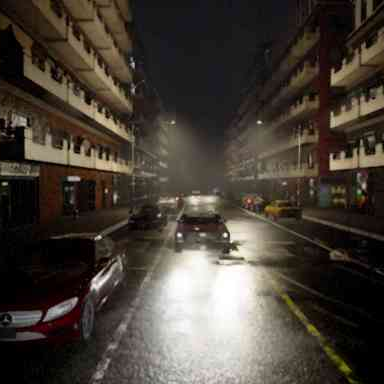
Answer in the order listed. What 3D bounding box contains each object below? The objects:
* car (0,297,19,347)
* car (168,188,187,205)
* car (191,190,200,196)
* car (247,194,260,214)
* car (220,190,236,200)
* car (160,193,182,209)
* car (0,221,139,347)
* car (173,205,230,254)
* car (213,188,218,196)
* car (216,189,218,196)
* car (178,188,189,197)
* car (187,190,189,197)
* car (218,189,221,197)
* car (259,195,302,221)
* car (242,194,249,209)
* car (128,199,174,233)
[{"bbox_3d":[-2.341,1.569,0.607,1.802,1.307,4.206,-1,1,0],"label":"car"},{"bbox_3d":[-2.070,0.676,39.812,2.192,1.841,5.009,-1,1,0],"label":"car"},{"bbox_3d":[0.914,0.209,79.640,1.882,1.535,5.008,0,1,0],"label":"car"},{"bbox_3d":[6.235,1.111,28.526,1.947,1.339,4.313,-1,1,0],"label":"car"},{"bbox_3d":[6.431,0.667,56.532,1.947,1.339,4.313,-1,1,0],"label":"car"},{"bbox_3d":[-2.145,1.090,28.613,2.008,1.369,4.403,-1,1,0],"label":"car"},{"bbox_3d":[-2.301,1.479,6.209,1.802,1.307,4.206,-1,1,0],"label":"car"},{"bbox_3d":[0.345,1.397,12.610,1.895,1.301,4.718,0,1,0],"label":"car"},{"bbox_3d":[6.586,0.186,78.935,1.967,1.590,4.097,-1,1,0],"label":"car"},{"bbox_3d":[6.511,0.446,67.904,1.752,1.417,4.829,-1,1,0],"label":"car"},{"bbox_3d":[-1.834,0.144,73.419,2.192,1.841,5.009,-1,1,0],"label":"car"},{"bbox_3d":[-1.870,0.468,67.821,2.008,1.369,4.403,-1,1,0],"label":"car"},{"bbox_3d":[6.470,0.563,62.134,2.008,1.369,4.403,-1,1,0],"label":"car"},{"bbox_3d":[6.197,1.157,23.094,1.752,1.417,4.829,-1,1,0],"label":"car"},{"bbox_3d":[6.272,0.896,34.125,1.967,1.590,4.097,-1,1,0],"label":"car"},{"bbox_3d":[-2.223,1.269,17.411,2.008,1.369,4.403,-1,1,0],"label":"car"}]
